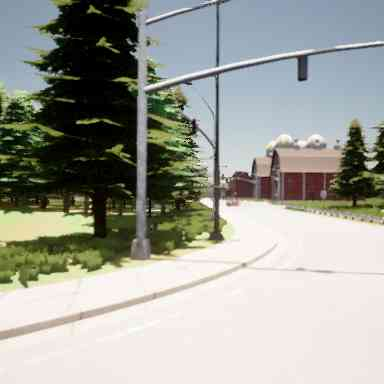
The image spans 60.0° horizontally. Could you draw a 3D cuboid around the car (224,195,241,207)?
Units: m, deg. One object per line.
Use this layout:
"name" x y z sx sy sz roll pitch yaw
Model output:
"car" 7.663 1.758 61.128 2.097 1.767 4.553 0 0 -1
